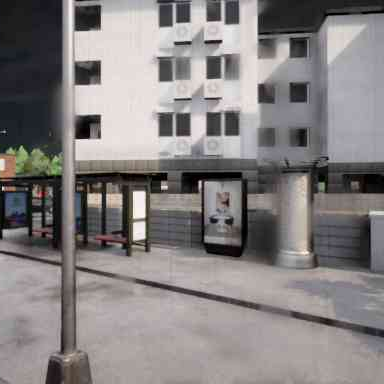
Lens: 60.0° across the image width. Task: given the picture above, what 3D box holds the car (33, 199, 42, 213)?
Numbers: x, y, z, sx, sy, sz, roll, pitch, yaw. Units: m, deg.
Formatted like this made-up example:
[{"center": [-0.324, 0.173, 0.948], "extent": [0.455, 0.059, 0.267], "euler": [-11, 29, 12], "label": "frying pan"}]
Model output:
[{"center": [-16.120, 1.496, 34.078], "extent": [1.837, 1.490, 4.892], "euler": [0, 0, 35], "label": "car"}]
